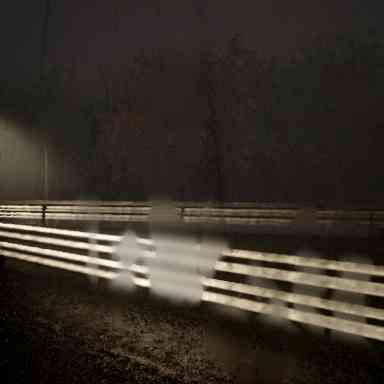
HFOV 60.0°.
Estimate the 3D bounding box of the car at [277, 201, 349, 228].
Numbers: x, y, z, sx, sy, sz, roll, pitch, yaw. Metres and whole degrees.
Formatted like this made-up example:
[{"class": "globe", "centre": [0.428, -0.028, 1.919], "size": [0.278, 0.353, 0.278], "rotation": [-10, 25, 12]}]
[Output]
[{"class": "car", "centre": [8.092, 1.415, 22.540], "size": [4.553, 1.767, 2.097], "rotation": [0, 0, 17]}]
